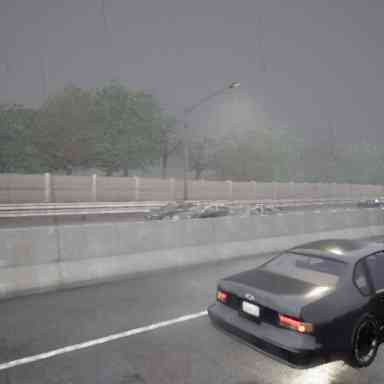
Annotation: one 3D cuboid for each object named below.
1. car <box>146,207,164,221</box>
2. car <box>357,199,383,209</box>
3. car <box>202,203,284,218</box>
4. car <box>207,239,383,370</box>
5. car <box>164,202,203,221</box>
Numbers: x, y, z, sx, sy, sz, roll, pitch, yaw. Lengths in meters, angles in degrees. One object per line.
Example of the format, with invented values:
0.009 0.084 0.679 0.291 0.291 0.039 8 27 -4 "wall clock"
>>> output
-1.060 1.509 24.700 4.892 1.490 1.837 0 0 -35 "car"
24.834 1.631 46.315 4.718 1.301 1.895 0 0 -38 "car"
3.322 1.497 19.226 4.902 1.511 2.128 0 0 -35 "car"
2.804 1.550 5.738 5.357 1.411 2.033 0 0 -35 "car"
0.971 1.496 21.851 4.902 1.511 2.128 0 0 -35 "car"
